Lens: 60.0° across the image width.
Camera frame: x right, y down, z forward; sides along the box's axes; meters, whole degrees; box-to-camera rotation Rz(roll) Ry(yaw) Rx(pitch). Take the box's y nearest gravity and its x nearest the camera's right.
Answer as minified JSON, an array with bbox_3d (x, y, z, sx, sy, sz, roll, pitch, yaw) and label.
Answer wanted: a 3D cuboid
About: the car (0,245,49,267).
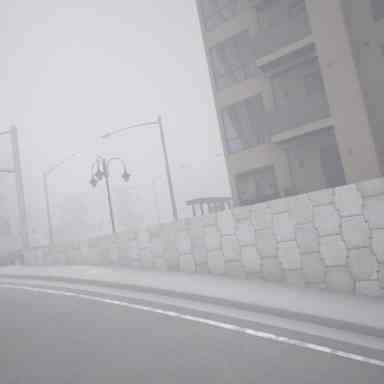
[{"bbox_3d":[-14.646,5.693,29.940,1.837,1.490,4.892,-15,-8,35],"label":"car"}]
